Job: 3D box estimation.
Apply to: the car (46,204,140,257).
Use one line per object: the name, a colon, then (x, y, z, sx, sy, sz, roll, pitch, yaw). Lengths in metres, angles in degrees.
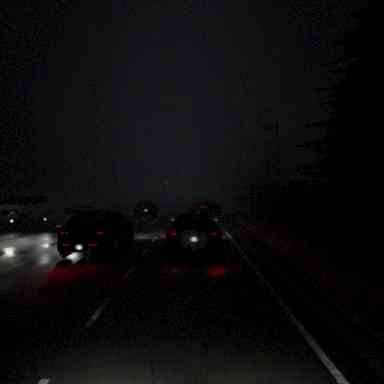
car: (-3.416, 1.431, 12.587, 1.837, 1.490, 4.892, 0, 0, 1)

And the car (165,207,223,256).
car: (0.088, 1.489, 12.722, 1.994, 1.385, 4.181, 0, 0, 1)

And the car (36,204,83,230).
car: (-6.959, 1.486, 19.589, 1.895, 1.301, 4.718, 0, 0, 1)

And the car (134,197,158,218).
car: (-3.987, 1.382, 28.198, 1.994, 1.385, 4.181, 0, 1, -10)

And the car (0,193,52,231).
car: (-10.450, 1.105, 20.203, 2.150, 2.045, 5.566, 0, 0, 1)

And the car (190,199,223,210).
car: (1.236, 1.305, 27.914, 2.128, 1.511, 4.902, 0, 1, 18)

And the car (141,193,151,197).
car: (-10.212, 1.049, 73.870, 1.882, 1.535, 5.008, 0, 0, 0)
